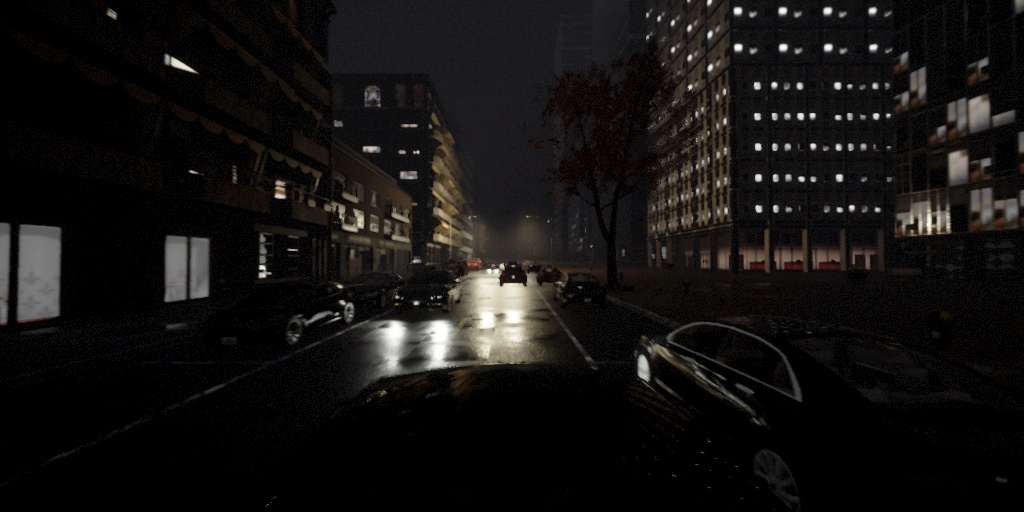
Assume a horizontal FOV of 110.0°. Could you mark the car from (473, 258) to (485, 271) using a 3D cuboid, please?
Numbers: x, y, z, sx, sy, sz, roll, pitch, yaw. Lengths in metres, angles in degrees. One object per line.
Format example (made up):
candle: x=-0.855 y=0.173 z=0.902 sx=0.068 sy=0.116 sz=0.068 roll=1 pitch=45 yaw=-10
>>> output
car: x=-5.706 y=1.230 z=53.948 sx=2.192 sy=1.841 sz=5.009 roll=0 pitch=0 yaw=0

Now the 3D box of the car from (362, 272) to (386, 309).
car: x=-5.694 y=1.340 z=14.962 sx=2.007 sy=1.370 sz=4.403 roll=0 pitch=0 yaw=0

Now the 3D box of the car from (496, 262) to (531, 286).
car: x=0.091 y=1.389 z=26.185 sx=1.994 sy=1.385 sz=4.181 roll=0 pitch=0 yaw=0

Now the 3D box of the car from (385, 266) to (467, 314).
car: x=-3.104 y=1.292 z=14.018 sx=1.837 sy=1.490 sz=4.892 roll=0 pitch=0 yaw=0

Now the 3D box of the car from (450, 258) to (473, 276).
car: x=-5.700 y=1.175 z=37.241 sx=2.192 sy=1.841 sz=5.009 roll=0 pitch=0 yaw=0

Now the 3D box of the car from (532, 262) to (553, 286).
car: x=2.683 y=1.350 z=26.273 sx=1.751 sy=1.417 sz=4.829 roll=0 pitch=0 yaw=0

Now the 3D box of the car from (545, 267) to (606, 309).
car: x=2.687 y=1.340 z=14.963 sx=2.007 sy=1.370 sz=4.403 roll=0 pitch=0 yaw=0

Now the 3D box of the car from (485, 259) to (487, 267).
car: x=-5.708 y=1.478 z=59.518 sx=1.888 sy=1.381 sz=4.507 roll=0 pitch=0 yaw=0

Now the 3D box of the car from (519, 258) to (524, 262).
car: x=0.087 y=1.383 z=42.338 sx=1.837 sy=1.490 sz=4.892 roll=0 pitch=0 yaw=0

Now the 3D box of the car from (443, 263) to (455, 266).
car: x=-5.697 y=1.390 z=26.101 sx=1.948 sy=1.339 sz=4.313 roll=0 pitch=0 yaw=0

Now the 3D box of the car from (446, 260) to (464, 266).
car: x=-5.699 y=1.367 z=31.500 sx=1.751 sy=1.417 sz=4.829 roll=0 pitch=0 yaw=0

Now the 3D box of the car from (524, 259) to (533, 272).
car: x=2.679 y=1.428 z=42.812 sx=2.007 sy=1.370 sz=4.403 roll=0 pitch=0 yaw=0

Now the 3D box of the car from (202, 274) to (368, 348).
car: x=-5.692 y=1.339 z=9.392 sx=1.948 sy=1.339 sz=4.313 roll=0 pitch=0 yaw=0

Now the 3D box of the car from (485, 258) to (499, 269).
car: x=-3.023 y=1.427 z=59.921 sx=2.128 sy=1.511 sz=4.902 roll=0 pitch=0 yaw=0

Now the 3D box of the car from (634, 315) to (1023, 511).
car: x=2.690 y=1.307 z=3.823 sx=2.007 sy=1.370 sz=4.403 roll=0 pitch=0 yaw=0
